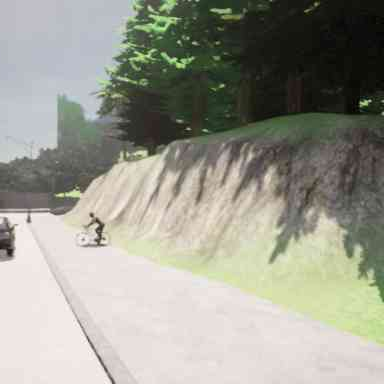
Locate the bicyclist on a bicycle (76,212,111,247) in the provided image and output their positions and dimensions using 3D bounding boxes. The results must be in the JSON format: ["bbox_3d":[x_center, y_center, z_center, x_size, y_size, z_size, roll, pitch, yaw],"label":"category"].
[{"bbox_3d":[-4.622,1.772,15.718,1.656,1.620,0.582,2,-2,-28],"label":"bicyclist on a bicycle"}]

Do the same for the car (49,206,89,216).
[{"bbox_3d":[-17.188,2.676,46.673,5.357,1.411,2.033,3,-2,-30],"label":"car"}]

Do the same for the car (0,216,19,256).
[{"bbox_3d":[-8.454,1.744,13.927,2.128,1.511,4.902,3,-2,-28],"label":"car"}]
